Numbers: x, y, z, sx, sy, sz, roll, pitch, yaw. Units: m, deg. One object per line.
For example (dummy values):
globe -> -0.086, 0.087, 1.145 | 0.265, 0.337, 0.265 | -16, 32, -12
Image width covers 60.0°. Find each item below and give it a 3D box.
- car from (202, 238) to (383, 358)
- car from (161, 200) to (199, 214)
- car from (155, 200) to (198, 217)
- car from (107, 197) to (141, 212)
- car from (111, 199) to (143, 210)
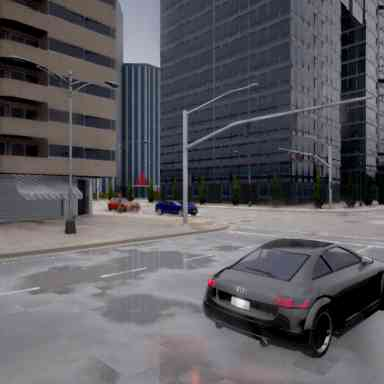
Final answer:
car -> 2.163, 1.564, 6.140 | 4.181, 1.385, 1.994 | 0, 0, -43
car -> -1.393, 1.619, 37.375 | 4.181, 1.385, 1.994 | 0, 0, 44
car -> -1.561, 1.533, 32.636 | 5.008, 1.535, 1.882 | 0, 0, 44
car -> -8.028, 1.409, 38.991 | 4.553, 1.767, 2.097 | 0, 0, 44
car -> -8.814, 1.656, 44.660 | 4.718, 1.301, 1.895 | 0, 0, 44
